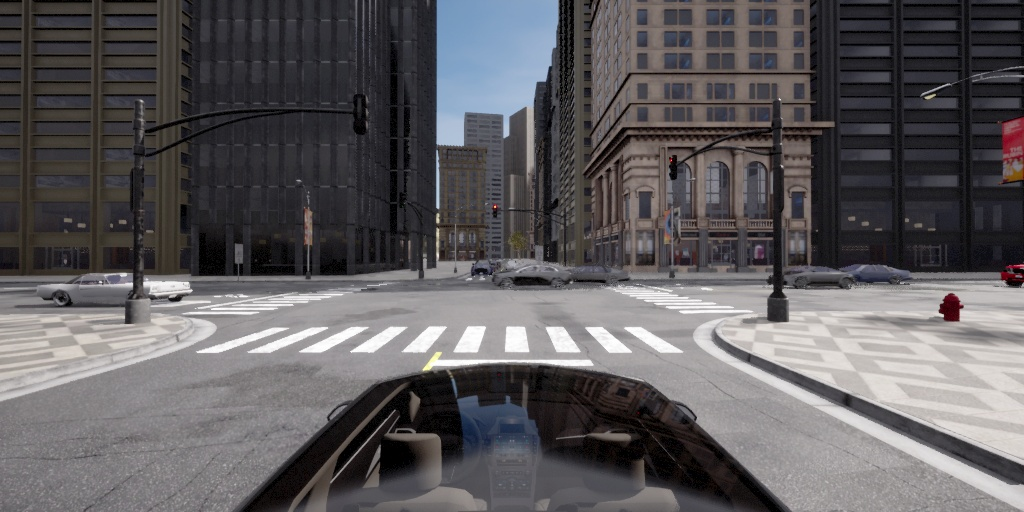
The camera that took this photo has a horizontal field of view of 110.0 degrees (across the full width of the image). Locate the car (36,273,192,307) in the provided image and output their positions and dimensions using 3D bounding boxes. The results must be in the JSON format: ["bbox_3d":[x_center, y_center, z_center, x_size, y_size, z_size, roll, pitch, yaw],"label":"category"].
[{"bbox_3d":[-16.375,1.366,14.983,4.718,1.301,1.895,0,0,0],"label":"car"}]

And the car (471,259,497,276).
[{"bbox_3d":[-3.046,1.146,37.614,2.097,1.767,4.553,0,0,0],"label":"car"}]

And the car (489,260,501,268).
[{"bbox_3d":[-3.028,1.431,65.384,1.994,1.385,4.181,0,0,0],"label":"car"}]

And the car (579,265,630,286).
[{"bbox_3d":[5.362,1.310,24.952,5.357,1.411,2.033,0,0,0],"label":"car"}]

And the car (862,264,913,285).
[{"bbox_3d":[24.438,1.262,24.965,5.357,1.411,2.033,0,0,0],"label":"car"}]

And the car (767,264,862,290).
[{"bbox_3d":[17.996,1.270,21.713,4.181,1.385,1.994,0,0,0],"label":"car"}]

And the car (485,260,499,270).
[{"bbox_3d":[-3.052,1.401,55.417,1.994,1.385,4.181,0,0,0],"label":"car"}]

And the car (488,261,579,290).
[{"bbox_3d":[1.234,1.239,21.697,4.902,1.511,2.128,0,0,0],"label":"car"}]

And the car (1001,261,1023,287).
[{"bbox_3d":[33.475,0.890,21.721,5.566,2.045,2.150,0,0,0],"label":"car"}]
